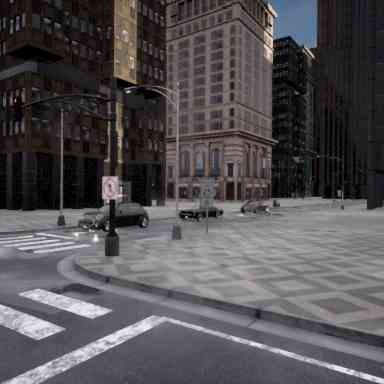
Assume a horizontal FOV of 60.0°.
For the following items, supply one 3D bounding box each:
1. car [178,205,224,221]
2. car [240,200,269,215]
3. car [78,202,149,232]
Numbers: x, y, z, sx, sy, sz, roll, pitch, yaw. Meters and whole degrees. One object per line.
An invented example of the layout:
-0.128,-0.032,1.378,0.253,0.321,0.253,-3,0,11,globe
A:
0.822,1.741,28.919,1.895,1.301,4.718,1,0,35,car
7.197,1.708,37.929,1.837,1.490,4.892,1,0,35,car
-4.831,1.431,20.906,2.097,1.767,4.553,1,0,35,car
